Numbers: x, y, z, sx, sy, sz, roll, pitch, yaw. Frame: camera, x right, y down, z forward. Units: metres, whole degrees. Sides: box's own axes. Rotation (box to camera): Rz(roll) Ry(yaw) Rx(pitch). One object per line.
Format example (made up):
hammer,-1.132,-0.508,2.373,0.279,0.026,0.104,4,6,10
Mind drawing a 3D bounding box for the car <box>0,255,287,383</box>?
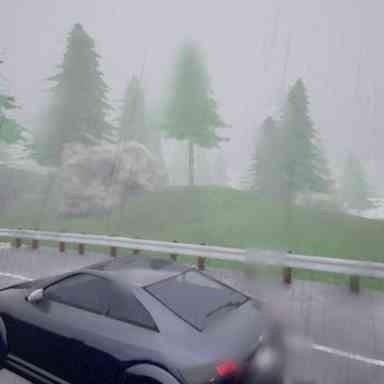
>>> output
car,-0.978,1.549,4.272,4.181,1.385,1.994,0,0,33
